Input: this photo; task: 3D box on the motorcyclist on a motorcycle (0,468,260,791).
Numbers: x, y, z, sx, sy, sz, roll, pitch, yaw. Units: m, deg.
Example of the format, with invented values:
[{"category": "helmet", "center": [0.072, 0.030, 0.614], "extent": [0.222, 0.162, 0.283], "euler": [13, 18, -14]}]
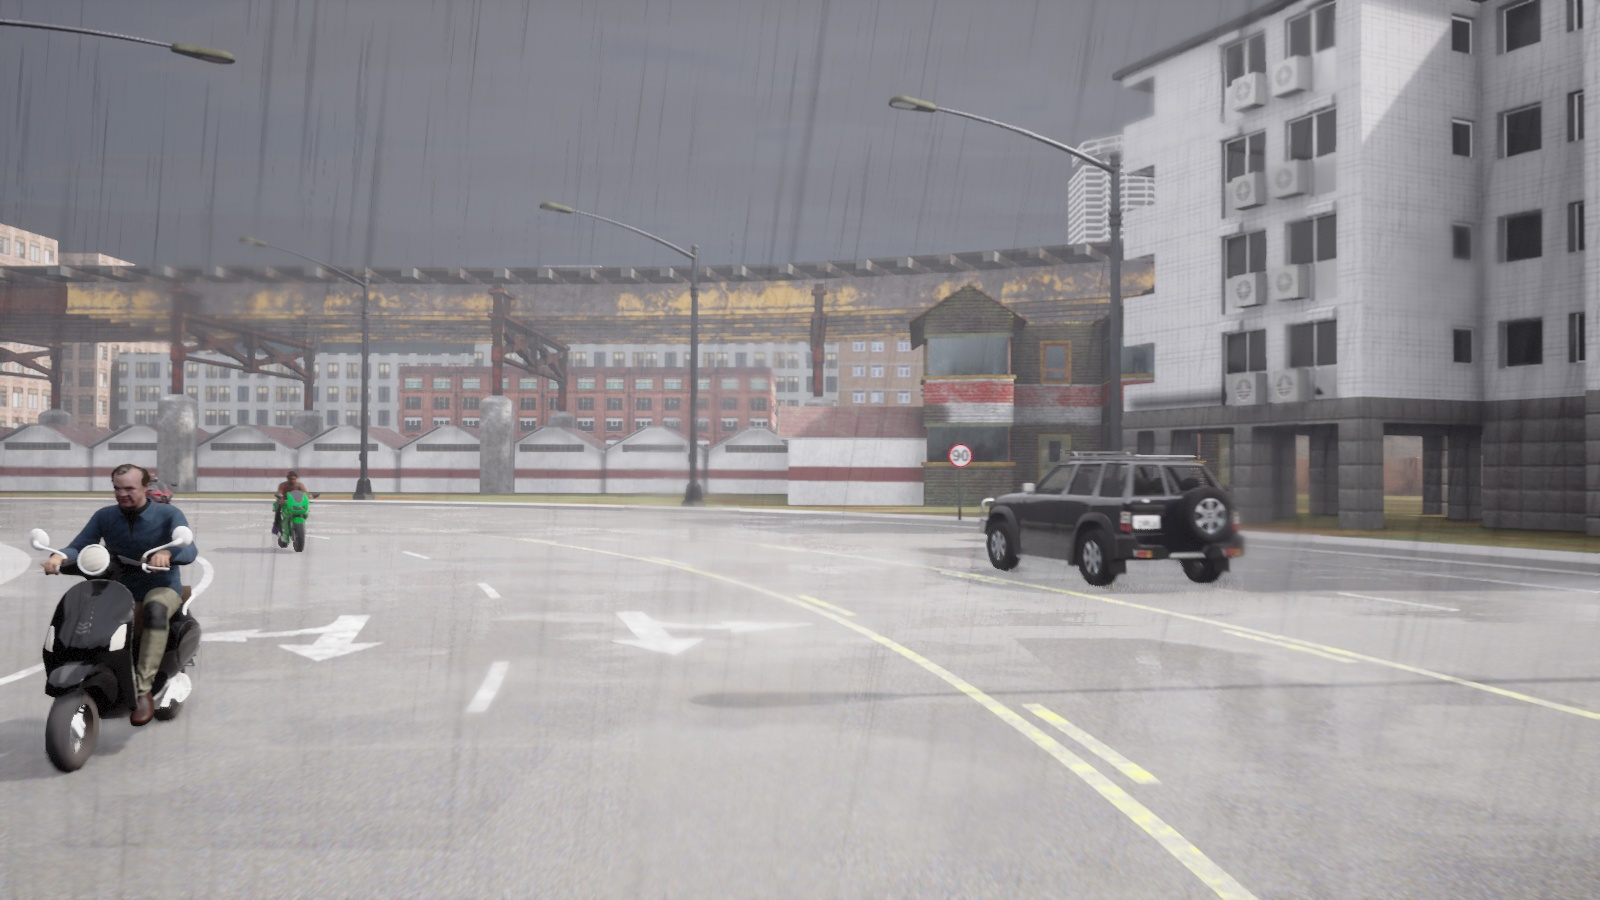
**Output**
[{"category": "motorcyclist on a motorcycle", "center": [-3.808, 0.903, 7.154], "extent": [0.866, 1.590, 1.817], "euler": [0, -1, -7]}]

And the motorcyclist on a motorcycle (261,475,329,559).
[{"category": "motorcyclist on a motorcycle", "center": [-9.596, 1.235, 23.815], "extent": [0.797, 1.523, 2.044], "euler": [0, -1, -33]}]

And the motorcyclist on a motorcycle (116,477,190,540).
[{"category": "motorcyclist on a motorcycle", "center": [-16.399, 1.449, 31.805], "extent": [2.191, 1.530, 0.866], "euler": [-1, -1, 39]}]

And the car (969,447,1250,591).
[{"category": "car", "center": [4.384, 0.926, 18.659], "extent": [1.932, 1.855, 4.605], "euler": [0, -1, -17]}]
